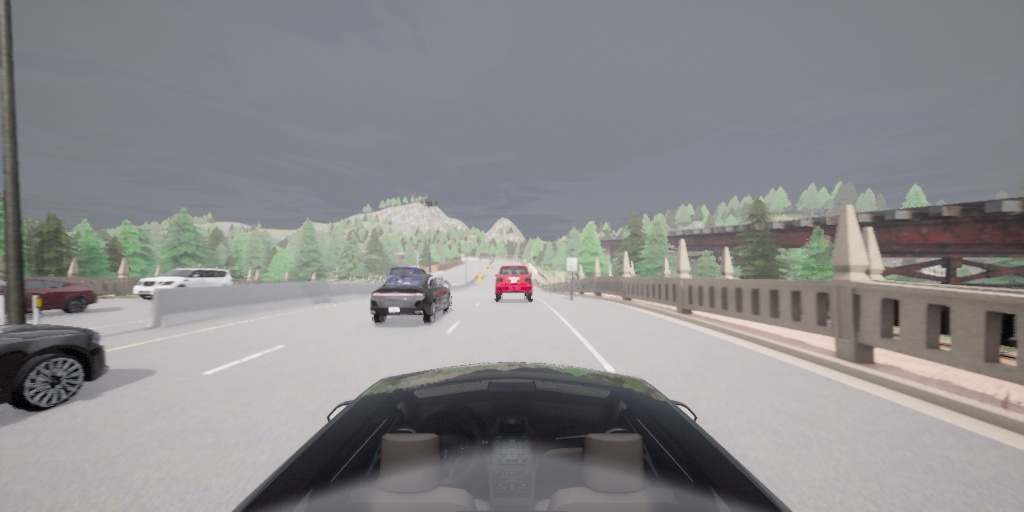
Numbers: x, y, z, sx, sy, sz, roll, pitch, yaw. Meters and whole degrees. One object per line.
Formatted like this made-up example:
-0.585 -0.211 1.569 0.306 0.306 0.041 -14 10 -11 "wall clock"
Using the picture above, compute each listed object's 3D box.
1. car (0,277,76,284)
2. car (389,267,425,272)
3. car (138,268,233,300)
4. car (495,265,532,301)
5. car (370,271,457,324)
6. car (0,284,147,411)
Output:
-17.594 1.458 12.512 1.812 1.442 4.674 0 -2 0 "car"
-6.891 1.861 24.635 2.150 2.045 5.566 0 -5 0 "car"
-21.088 1.787 23.488 2.150 2.045 5.566 0 -5 0 "car"
0.107 1.704 22.647 2.150 2.045 5.566 0 -4 0 "car"
-3.396 1.425 12.781 2.128 1.511 4.902 0 -2 0 "car"
-6.898 1.237 3.236 2.128 1.511 4.902 0 0 0 "car"
